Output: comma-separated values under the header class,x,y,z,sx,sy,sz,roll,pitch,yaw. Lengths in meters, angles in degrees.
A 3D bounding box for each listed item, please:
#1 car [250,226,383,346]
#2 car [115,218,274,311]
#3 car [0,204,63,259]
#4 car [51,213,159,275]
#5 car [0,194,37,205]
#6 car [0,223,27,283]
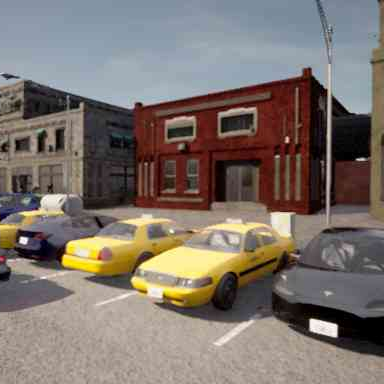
class,x,y,z,sx,sy,sz,roll,pitch,yaw
car,3.235,1.502,6.612,2.163,1.488,4.792,1,0,36
car,0.901,1.449,8.088,1.946,1.575,5.366,1,0,36
car,-5.626,1.395,13.192,1.946,1.575,5.366,0,0,35
car,-1.133,1.429,9.995,1.946,1.575,5.366,0,0,35
car,-10.241,1.117,16.212,2.435,2.045,5.566,0,0,35
car,-6.422,1.480,7.958,5.357,1.411,2.033,0,0,35
